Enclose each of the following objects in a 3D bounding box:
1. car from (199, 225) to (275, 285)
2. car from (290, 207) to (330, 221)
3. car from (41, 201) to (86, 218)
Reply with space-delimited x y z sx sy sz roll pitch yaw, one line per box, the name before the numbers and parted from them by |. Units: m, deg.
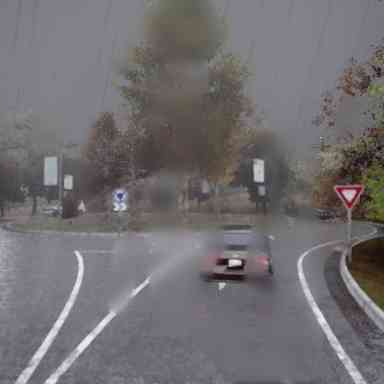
car | 1.464 1.691 9.931 2.033 1.411 5.357 0 -1 11
car | 12.914 2.402 36.654 2.033 1.411 5.357 0 -2 -12
car | -16.648 2.177 43.341 2.150 2.045 5.566 -2 -1 39
